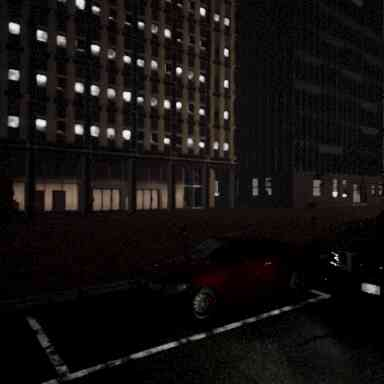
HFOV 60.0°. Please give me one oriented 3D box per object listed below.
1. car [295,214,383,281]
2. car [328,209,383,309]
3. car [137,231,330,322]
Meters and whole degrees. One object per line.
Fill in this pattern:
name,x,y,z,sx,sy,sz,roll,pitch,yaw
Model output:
car,5.471,1.546,10.456,4.507,1.381,1.887,0,1,-36
car,5.149,1.222,7.038,5.566,2.045,2.150,0,0,-36
car,0.878,1.583,7.178,4.206,1.307,1.802,0,1,-36
